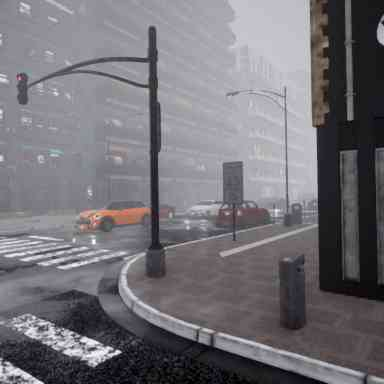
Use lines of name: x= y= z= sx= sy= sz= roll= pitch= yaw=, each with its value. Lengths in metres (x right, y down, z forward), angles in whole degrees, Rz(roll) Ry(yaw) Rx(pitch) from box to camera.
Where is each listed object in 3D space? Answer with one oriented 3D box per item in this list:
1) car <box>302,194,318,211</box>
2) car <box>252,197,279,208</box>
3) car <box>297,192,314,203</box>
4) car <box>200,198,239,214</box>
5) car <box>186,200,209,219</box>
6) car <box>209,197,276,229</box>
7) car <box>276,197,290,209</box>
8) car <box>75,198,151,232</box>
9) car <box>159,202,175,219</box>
car: x=12.993 y=1.196 z=33.494 sx=1.947 sy=1.339 sz=4.313 roll=-1 pitch=0 yaw=36
car: x=9.555 y=1.311 z=43.006 sx=1.947 sy=1.339 sz=4.313 roll=-1 pitch=0 yaw=36
car: x=19.554 y=0.931 z=56.743 sx=2.192 sy=1.841 sz=5.009 roll=-1 pitch=0 yaw=36
car: x=2.885 y=1.384 z=33.848 sx=2.008 sy=1.369 sz=4.403 roll=-1 pitch=0 yaw=36
car: x=1.430 y=1.357 z=27.458 sx=1.812 sy=1.442 sz=4.674 roll=-1 pitch=0 yaw=36
car: x=3.079 y=1.200 z=19.695 sx=1.967 sy=1.590 sz=4.097 roll=-1 pitch=0 yaw=36
car: x=9.948 y=1.282 z=39.143 sx=1.994 sy=1.385 sz=4.181 roll=-1 pitch=0 yaw=36
car: x=-4.484 y=1.262 z=19.351 sx=2.097 sy=1.767 sz=4.553 roll=-1 pitch=0 yaw=36
car: x=-3.136 y=1.458 z=25.735 sx=1.887 sy=1.381 sz=4.507 roll=-1 pitch=0 yaw=36
